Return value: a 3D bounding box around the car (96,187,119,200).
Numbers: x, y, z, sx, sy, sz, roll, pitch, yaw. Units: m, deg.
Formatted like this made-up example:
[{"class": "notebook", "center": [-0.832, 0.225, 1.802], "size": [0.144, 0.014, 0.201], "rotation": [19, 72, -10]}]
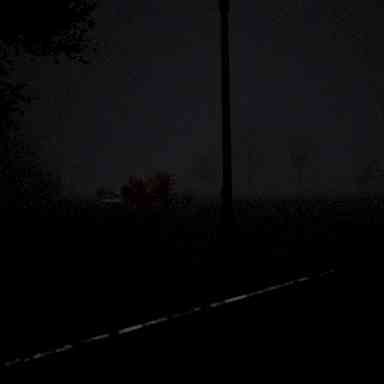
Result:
[{"class": "car", "center": [-13.909, 0.183, 54.396], "size": [2.150, 2.045, 5.566], "rotation": [-3, 2, -35]}]
